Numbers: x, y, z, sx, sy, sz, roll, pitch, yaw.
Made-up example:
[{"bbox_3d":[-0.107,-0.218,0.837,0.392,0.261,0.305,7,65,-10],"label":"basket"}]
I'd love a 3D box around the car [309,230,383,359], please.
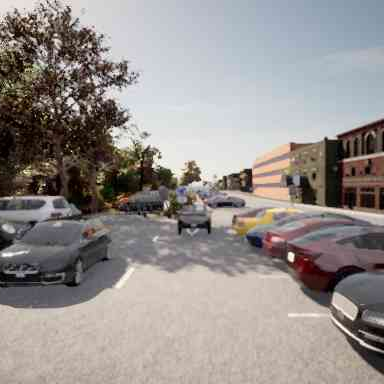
[{"bbox_3d":[4.549,1.481,4.740,4.892,1.521,2.231,0,0,0],"label":"car"}]

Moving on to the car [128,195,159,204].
[{"bbox_3d":[-8.177,1.255,55.975,4.892,1.521,2.231,0,0,0],"label":"car"}]

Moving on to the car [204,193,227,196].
[{"bbox_3d":[4.379,1.311,47.501,4.674,1.452,2.002,0,0,0],"label":"car"}]

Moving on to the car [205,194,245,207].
[{"bbox_3d":[4.335,1.312,41.849,4.792,1.488,2.163,0,0,0],"label":"car"}]

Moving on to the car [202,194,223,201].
[{"bbox_3d":[4.461,1.188,72.954,4.674,1.452,2.002,0,1,0],"label":"car"}]

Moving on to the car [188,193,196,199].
[{"bbox_3d":[0.079,0.933,84.676,1.895,1.301,4.718,0,1,0],"label":"car"}]

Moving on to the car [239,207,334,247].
[{"bbox_3d":[4.516,1.509,13.090,4.792,1.488,2.163,0,0,0],"label":"car"}]

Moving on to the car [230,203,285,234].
[{"bbox_3d":[4.731,1.476,15.873,5.366,1.575,1.946,0,0,0],"label":"car"}]

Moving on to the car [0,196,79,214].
[{"bbox_3d":[-8.563,1.227,15.881,5.566,2.045,2.435,0,0,0],"label":"car"}]

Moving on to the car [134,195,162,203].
[{"bbox_3d":[-8.123,1.272,61.498,4.792,1.488,2.163,0,0,0],"label":"car"}]

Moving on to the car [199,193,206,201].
[{"bbox_3d":[4.205,1.263,50.328,5.366,1.575,1.946,0,0,0],"label":"car"}]

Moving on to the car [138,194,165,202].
[{"bbox_3d":[-8.129,1.228,67.156,5.008,1.535,2.097,0,0,0],"label":"car"}]

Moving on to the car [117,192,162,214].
[{"bbox_3d":[-5.209,1.205,33.620,4.553,1.767,2.097,0,1,-23],"label":"car"}]

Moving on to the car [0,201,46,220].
[{"bbox_3d":[-8.566,1.353,12.970,4.553,1.767,2.185,0,0,0],"label":"car"}]

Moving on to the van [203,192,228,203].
[{"bbox_3d":[4.307,1.018,61.630,4.442,1.987,1.878,0,0,0],"label":"van"}]

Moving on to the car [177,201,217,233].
[{"bbox_3d":[0.223,1.492,19.508,2.128,1.511,4.902,0,0,3],"label":"car"}]

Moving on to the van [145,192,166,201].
[{"bbox_3d":[-7.996,0.922,72.932,4.442,1.987,1.878,0,1,0],"label":"van"}]

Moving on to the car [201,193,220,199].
[{"bbox_3d":[4.481,1.022,81.430,4.674,1.452,2.002,0,1,0],"label":"car"}]

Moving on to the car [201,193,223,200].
[{"bbox_3d":[4.472,1.093,75.779,5.008,1.535,2.097,0,1,0],"label":"car"}]

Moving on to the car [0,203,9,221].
[{"bbox_3d":[-8.567,1.353,10.185,4.553,1.767,2.185,0,0,0],"label":"car"}]

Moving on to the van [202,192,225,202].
[{"bbox_3d":[4.324,1.004,67.160,4.442,1.987,1.878,0,0,0],"label":"van"}]

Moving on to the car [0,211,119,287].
[{"bbox_3d":[-3.576,1.505,9.381,1.837,1.490,4.892,0,0,0],"label":"car"}]

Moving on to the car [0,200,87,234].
[{"bbox_3d":[-8.502,1.353,18.666,4.553,1.767,2.185,0,0,0],"label":"car"}]

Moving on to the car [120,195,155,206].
[{"bbox_3d":[-8.184,1.265,50.203,5.008,1.535,2.097,0,0,0],"label":"car"}]

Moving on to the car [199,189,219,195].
[{"bbox_3d":[4.444,0.998,58.804,5.566,2.045,2.435,0,0,0],"label":"car"}]

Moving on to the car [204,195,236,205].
[{"bbox_3d":[4.404,1.260,53.153,5.008,1.535,2.097,0,0,0],"label":"car"}]

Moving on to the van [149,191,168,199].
[{"bbox_3d":[-8.204,0.757,81.402,4.442,1.987,1.878,0,1,0],"label":"van"}]

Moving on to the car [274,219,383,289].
[{"bbox_3d":[4.572,1.509,7.524,4.792,1.488,2.163,0,0,0],"label":"car"}]

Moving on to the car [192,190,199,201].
[{"bbox_3d":[0.035,1.017,70.026,2.097,1.767,4.553,0,1,0],"label":"car"}]

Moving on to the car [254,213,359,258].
[{"bbox_3d":[4.541,1.520,10.307,4.674,1.452,2.002,0,0,0],"label":"car"}]

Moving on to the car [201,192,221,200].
[{"bbox_3d":[4.444,0.912,78.601,4.553,1.767,2.185,0,1,0],"label":"car"}]
